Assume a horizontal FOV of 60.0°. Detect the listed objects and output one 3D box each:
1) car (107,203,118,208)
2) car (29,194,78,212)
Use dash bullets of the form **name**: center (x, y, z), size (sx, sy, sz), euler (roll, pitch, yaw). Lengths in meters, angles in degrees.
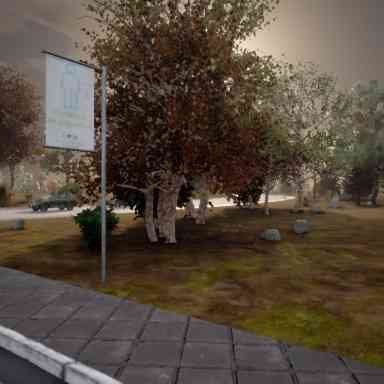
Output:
- **car**: center (-10.155, 1.462, 48.182), size (1.837, 1.490, 4.892), euler (0, 0, 37)
- **car**: center (-16.546, 1.212, 39.955), size (2.150, 2.045, 5.566), euler (0, 0, 38)
